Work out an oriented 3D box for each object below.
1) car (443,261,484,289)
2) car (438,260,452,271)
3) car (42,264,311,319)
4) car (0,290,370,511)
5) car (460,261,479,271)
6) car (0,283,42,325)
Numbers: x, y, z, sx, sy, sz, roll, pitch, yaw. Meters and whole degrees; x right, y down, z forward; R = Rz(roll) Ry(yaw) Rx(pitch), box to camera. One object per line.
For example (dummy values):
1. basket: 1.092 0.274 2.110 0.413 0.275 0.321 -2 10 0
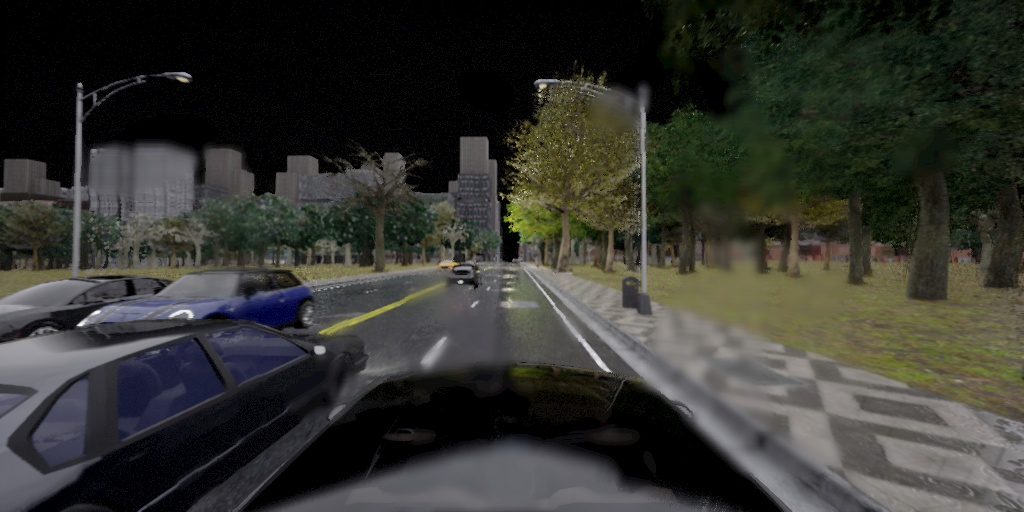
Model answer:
1. car: -2.970 1.277 23.450 1.837 1.490 4.892 0 0 1
2. car: -9.368 1.350 52.194 1.882 1.535 5.008 0 0 1
3. car: -6.557 1.091 8.121 2.097 1.767 4.553 0 0 1
4. car: -3.153 1.291 3.117 2.033 1.411 5.357 0 0 1
5. car: -6.121 1.425 51.777 2.033 1.411 5.357 0 0 1
6. car: -9.806 1.237 8.330 1.837 1.490 4.892 0 0 1
